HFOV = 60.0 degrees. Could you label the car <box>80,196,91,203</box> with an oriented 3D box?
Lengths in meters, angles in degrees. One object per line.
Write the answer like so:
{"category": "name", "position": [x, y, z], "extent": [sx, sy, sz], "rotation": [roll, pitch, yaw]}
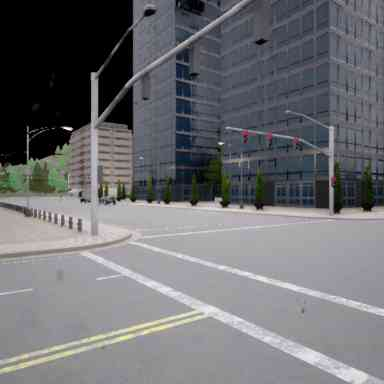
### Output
{"category": "car", "position": [-20.626, 1.492, 65.703], "extent": [2.033, 1.411, 5.357], "rotation": [0, 0, -33]}

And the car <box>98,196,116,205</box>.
{"category": "car", "position": [-14.661, 1.449, 57.188], "extent": [1.837, 1.490, 4.892], "rotation": [0, 0, -35]}
